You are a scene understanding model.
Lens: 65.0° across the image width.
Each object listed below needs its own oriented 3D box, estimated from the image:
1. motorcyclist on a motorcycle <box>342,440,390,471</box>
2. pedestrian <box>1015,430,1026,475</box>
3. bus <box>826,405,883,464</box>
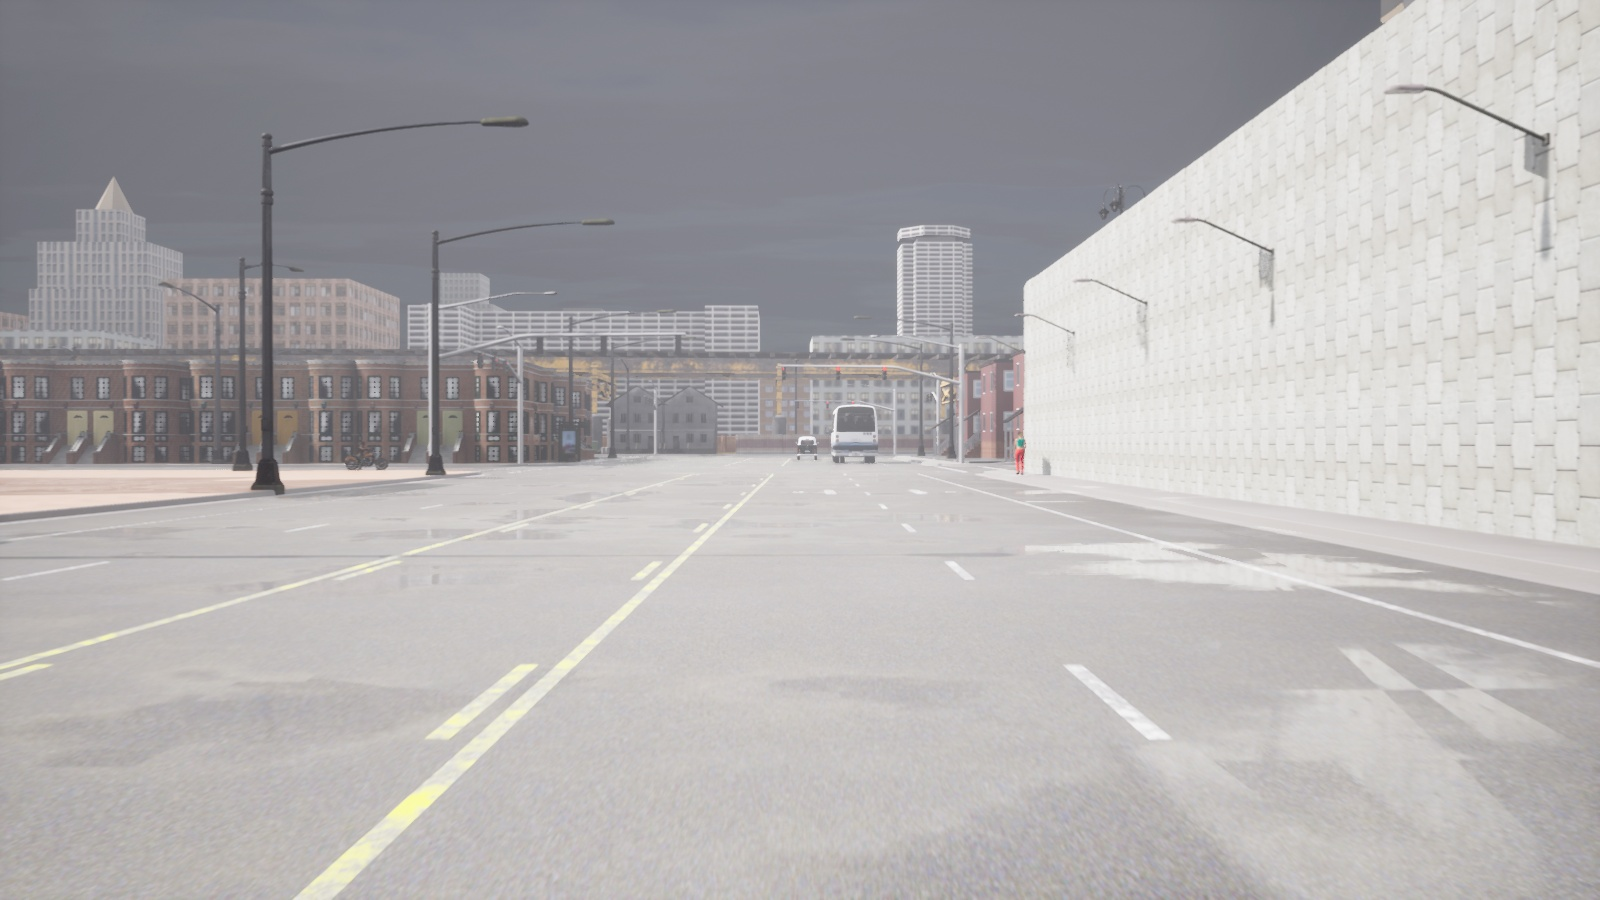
[{"bbox_3d":[-23.769,0.290,68.814,2.350,1.649,0.766,0,0,0],"label":"motorcyclist on a motorcycle"},{"bbox_3d":[9.086,0.117,51.781,0.345,1.836,0.594,0,0,1],"label":"pedestrian"},{"bbox_3d":[4.060,-1.167,95.844,3.944,4.253,10.273,0,0,0],"label":"bus"}]
